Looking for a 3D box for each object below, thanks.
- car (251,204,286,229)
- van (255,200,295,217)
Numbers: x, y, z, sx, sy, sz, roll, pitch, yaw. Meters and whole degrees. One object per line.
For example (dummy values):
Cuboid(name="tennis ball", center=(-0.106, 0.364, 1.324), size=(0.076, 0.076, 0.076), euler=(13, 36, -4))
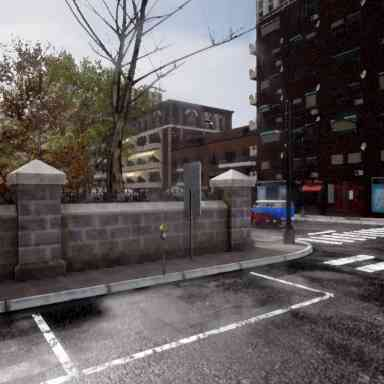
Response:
Cuboid(name="car", center=(4.459, 1.834, 24.268), size=(1.994, 1.385, 4.181), euler=(0, -1, -36))
Cuboid(name="van", center=(7.312, 1.643, 30.184), size=(1.690, 1.788, 3.998), euler=(-1, 0, -36))
